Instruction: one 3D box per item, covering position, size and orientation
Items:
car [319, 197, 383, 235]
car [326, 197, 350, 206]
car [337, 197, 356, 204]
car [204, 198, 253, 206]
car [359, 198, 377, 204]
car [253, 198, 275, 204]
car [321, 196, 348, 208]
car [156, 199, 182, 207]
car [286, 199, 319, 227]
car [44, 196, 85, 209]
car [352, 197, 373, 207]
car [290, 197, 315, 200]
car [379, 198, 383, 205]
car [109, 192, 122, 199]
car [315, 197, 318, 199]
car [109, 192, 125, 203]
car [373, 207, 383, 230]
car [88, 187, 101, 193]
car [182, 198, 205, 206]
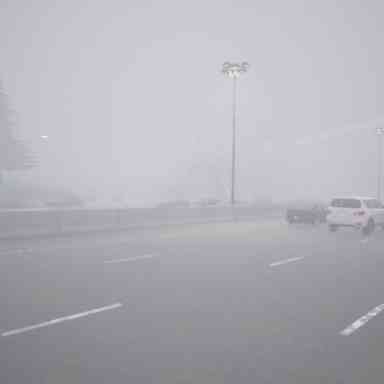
[{"bbox_3d":[10.039,1.299,19.801,5.566,2.045,2.150,0,1,-44],"label":"car"},{"bbox_3d":[26.499,1.722,60.201,5.357,1.411,2.033,1,0,-44],"label":"car"},{"bbox_3d":[33.222,1.765,71.556,4.902,1.511,2.128,1,0,-44],"label":"car"},{"bbox_3d":[3.789,1.440,33.506,4.674,1.442,1.812,1,0,-44],"label":"car"},{"bbox_3d":[37.464,1.908,70.791,4.718,1.301,1.895,1,0,-44],"label":"car"},{"bbox_3d":[10.570,1.522,49.762,4.181,1.385,1.994,1,0,-44],"label":"car"},{"bbox_3d":[21.790,1.490,50.799,4.553,1.767,2.097,1,0,-44],"label":"car"},{"bbox_3d":[-1.760,1.404,37.880,4.718,1.301,1.895,1,0,-44],"label":"car"},{"bbox_3d":[8.454,1.513,23.141,5.008,1.535,1.882,1,0,-44],"label":"car"},{"bbox_3d":[-14.698,1.132,38.800,2.033,1.411,5.357,1,0,17],"label":"car"},{"bbox_3d":[30.340,1.749,59.036,4.892,1.490,1.837,1,0,-44],"label":"car"},{"bbox_3d":[15.848,1.536,49.968,4.902,1.511,2.128,1,0,-44],"label":"car"},{"bbox_3d":[40.495,1.893,68.852,4.674,1.442,1.812,1,0,-44],"label":"car"},{"bbox_3d":[-16.607,0.668,72.327,1.895,1.301,4.718,1,2,-24],"label":"car"},{"bbox_3d":[22.058,1.663,60.784,4.181,1.385,1.994,1,0,-44],"label":"car"},{"bbox_3d":[-12.901,1.053,57.673,1.812,1.442,4.674,1,0,-6],"label":"car"},{"bbox_3d":[10.479,1.595,15.363,4.902,1.511,2.128,1,0,-44],"label":"car"},{"bbox_3d":[-25.036,-0.544,85.264,1.812,1.442,4.674,1,4,-40],"label":"car"},{"bbox_3d":[1.735,1.359,36.385,4.902,1.511,2.128,1,0,-44],"label":"car"}]
